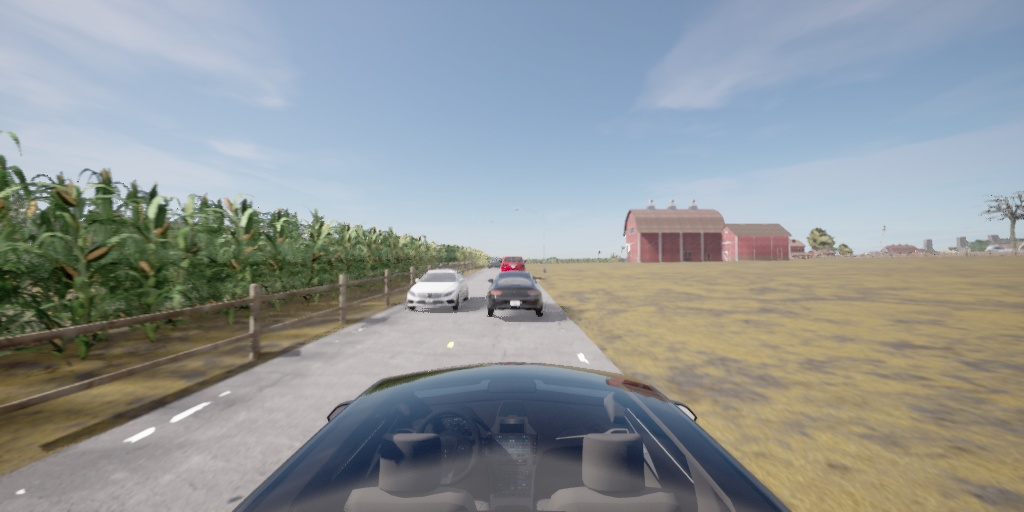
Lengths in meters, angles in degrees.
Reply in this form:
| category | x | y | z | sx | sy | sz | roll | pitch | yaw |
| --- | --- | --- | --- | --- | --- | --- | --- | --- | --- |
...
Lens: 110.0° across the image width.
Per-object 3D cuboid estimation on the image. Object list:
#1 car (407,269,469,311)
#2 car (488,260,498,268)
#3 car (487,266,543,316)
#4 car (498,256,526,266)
| category | x | y | z | sx | sy | sz | roll | pitch | yaw |
| --- | --- | --- | --- | --- | --- | --- | --- | --- | --- |
| car | -2.850 | 1.276 | 14.682 | 1.812 | 1.442 | 4.674 | 0 | 0 | 0 |
| car | -2.800 | 1.393 | 57.664 | 1.994 | 1.385 | 4.181 | 0 | 0 | 1 |
| car | 0.086 | 1.276 | 13.247 | 1.812 | 1.442 | 4.674 | 0 | 0 | 0 |
| car | 0.100 | 0.986 | 32.790 | 2.150 | 2.045 | 5.566 | 0 | 0 | 0 |
